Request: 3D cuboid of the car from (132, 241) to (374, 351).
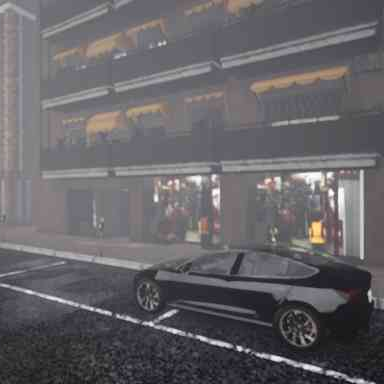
[{"bbox_3d":[0.886,1.570,6.053,4.313,1.339,1.947,0,0,32],"label":"car"}]
